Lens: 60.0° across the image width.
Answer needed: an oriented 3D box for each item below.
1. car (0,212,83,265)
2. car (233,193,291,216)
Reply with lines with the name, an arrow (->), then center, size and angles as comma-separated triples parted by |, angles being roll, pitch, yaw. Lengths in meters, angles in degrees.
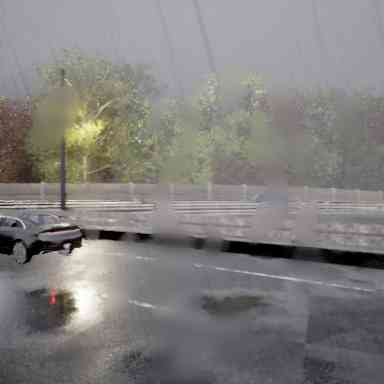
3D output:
car -> -5.977, 1.468, 11.529 | 4.902, 1.511, 2.128 | 0, 0, 30
car -> 6.724, 1.120, 31.728 | 5.566, 2.045, 2.150 | 0, 0, -18
